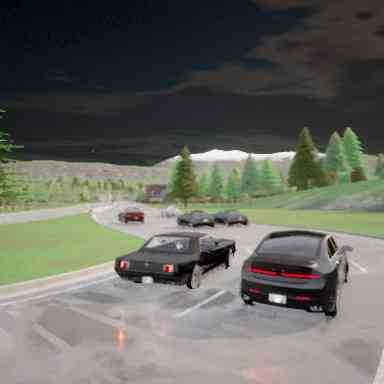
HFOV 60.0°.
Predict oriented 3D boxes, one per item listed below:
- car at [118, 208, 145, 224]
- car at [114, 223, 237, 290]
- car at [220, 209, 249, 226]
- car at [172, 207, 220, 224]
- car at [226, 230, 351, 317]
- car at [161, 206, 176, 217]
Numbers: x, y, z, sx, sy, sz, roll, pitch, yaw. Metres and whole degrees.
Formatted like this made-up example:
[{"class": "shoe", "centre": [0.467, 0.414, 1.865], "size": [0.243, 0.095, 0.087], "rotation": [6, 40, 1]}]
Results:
[{"class": "car", "centre": [-6.163, 2.340, 33.529], "size": [1.882, 1.535, 5.008], "rotation": [0, -1, -22]}, {"class": "car", "centre": [-0.161, 1.845, 9.955], "size": [1.895, 1.301, 4.718], "rotation": [-1, -1, 24]}, {"class": "car", "centre": [3.199, 2.235, 29.420], "size": [1.994, 1.385, 4.181], "rotation": [0, -1, -25]}, {"class": "car", "centre": [0.223, 2.221, 27.575], "size": [1.994, 1.385, 4.181], "rotation": [0, -1, -25]}, {"class": "car", "centre": [2.644, 1.676, 8.036], "size": [1.837, 1.490, 4.892], "rotation": [0, -1, 28]}, {"class": "car", "centre": [-2.826, 2.622, 44.864], "size": [1.812, 1.442, 4.674], "rotation": [0, -1, -18]}]
